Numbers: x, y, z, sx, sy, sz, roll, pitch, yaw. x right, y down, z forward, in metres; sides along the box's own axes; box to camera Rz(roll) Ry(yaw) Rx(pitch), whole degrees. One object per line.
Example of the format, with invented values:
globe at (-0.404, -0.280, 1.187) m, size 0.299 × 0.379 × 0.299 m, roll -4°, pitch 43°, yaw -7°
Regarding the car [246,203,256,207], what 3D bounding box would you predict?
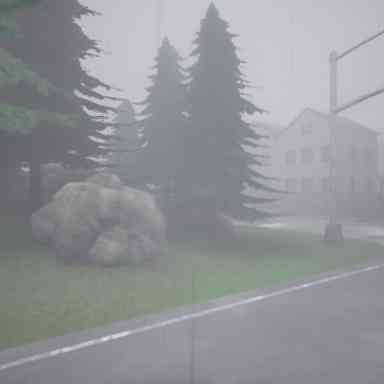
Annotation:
car at (3.938, 1.511, 25.602) m, size 2.033 × 1.411 × 5.357 m, roll 0°, pitch 0°, yaw -35°
